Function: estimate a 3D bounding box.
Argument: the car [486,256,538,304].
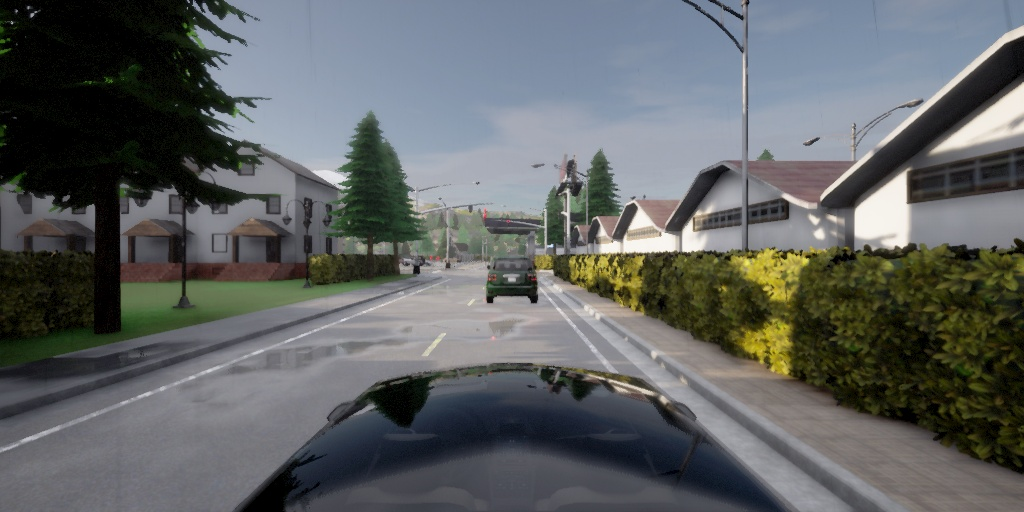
[{"bbox_3d":[0.000,1.007,16.530,2.150,2.045,5.566,0,0,0],"label":"car"}]
